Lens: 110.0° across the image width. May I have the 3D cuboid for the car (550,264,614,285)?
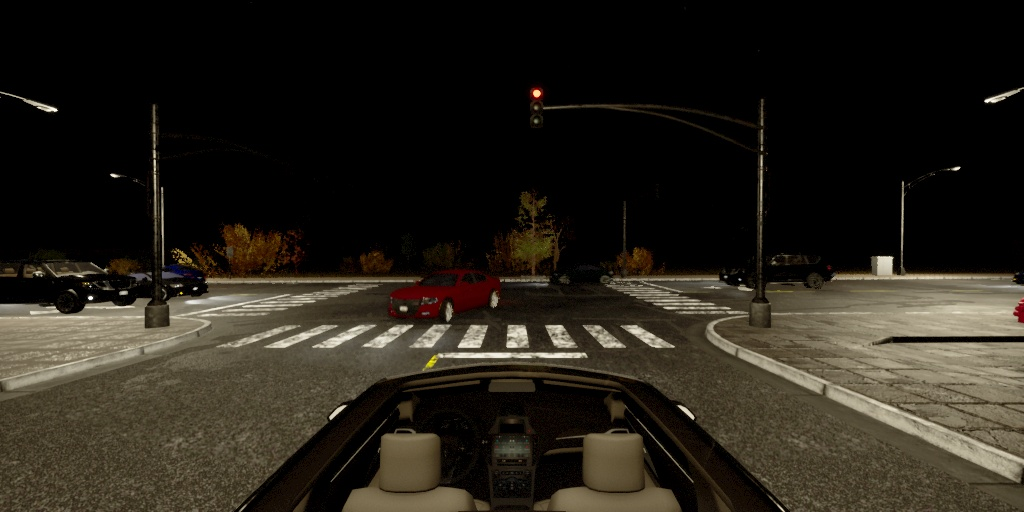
[{"bbox_3d":[4.643,1.209,24.114,4.181,1.385,1.994,0,1,0],"label":"car"}]

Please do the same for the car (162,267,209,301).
[{"bbox_3d":[-17.520,1.436,17.589,4.181,1.385,1.994,0,1,0],"label":"car"}]

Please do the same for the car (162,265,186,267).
[{"bbox_3d":[-23.491,1.353,24.336,4.674,1.442,1.812,0,1,0],"label":"car"}]

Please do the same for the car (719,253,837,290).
[{"bbox_3d":[15.177,0.840,20.783,5.566,2.045,2.150,0,1,1],"label":"car"}]

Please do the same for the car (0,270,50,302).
[{"bbox_3d":[-26.760,1.482,17.661,5.357,1.411,2.033,0,1,0],"label":"car"}]

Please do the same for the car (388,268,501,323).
[{"bbox_3d":[-2.110,1.226,12.491,1.882,1.535,5.008,-1,0,23],"label":"car"}]

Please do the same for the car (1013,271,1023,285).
[{"bbox_3d":[31.942,1.082,20.647,4.181,1.385,1.994,0,1,1],"label":"car"}]

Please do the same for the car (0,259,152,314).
[{"bbox_3d":[-18.275,1.140,14.339,5.566,2.045,2.150,0,1,0],"label":"car"}]
